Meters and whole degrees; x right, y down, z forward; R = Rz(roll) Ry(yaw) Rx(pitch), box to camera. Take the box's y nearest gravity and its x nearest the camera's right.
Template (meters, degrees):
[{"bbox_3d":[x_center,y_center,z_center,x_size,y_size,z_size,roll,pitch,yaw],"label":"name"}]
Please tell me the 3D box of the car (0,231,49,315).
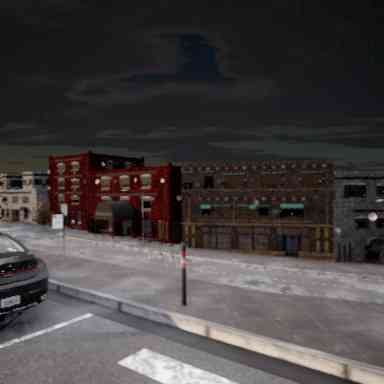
[{"bbox_3d":[-4.851,1.484,6.717,4.892,1.521,2.231,0,0,36],"label":"car"}]
